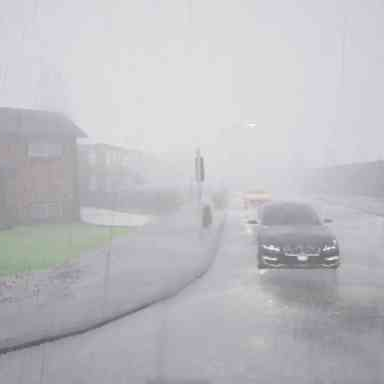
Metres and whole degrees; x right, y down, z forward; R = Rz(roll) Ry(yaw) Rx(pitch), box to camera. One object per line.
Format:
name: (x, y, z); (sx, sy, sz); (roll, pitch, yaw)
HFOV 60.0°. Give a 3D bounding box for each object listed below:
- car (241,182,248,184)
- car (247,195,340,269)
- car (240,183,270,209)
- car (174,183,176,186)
car: (9.551, -1.001, 59.892); (1.882, 1.535, 5.008); (-2, 2, 8)
car: (2.682, 1.052, 9.485); (1.837, 1.490, 4.892); (-2, 2, 8)
car: (4.881, 0.380, 25.531); (1.882, 1.535, 5.008); (-2, 2, 8)
car: (-4.275, -0.728, 56.789); (3.633, 1.501, 1.845); (-2, 2, 8)
